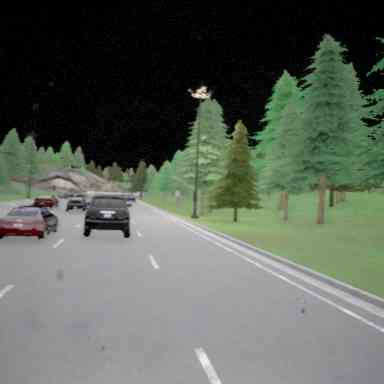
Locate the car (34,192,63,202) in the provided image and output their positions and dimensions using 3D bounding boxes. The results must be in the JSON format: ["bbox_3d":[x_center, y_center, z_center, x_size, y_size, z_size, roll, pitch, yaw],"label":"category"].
[{"bbox_3d":[-15.745,1.010,36.192,1.882,1.535,5.008,3,0,-13],"label":"car"}]

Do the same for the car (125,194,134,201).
[{"bbox_3d":[-15.619,1.390,83.061,1.837,1.490,4.892,3,-1,-13],"label":"car"}]

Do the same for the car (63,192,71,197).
[{"bbox_3d":[-26.894,0.806,69.425,2.033,1.411,5.357,3,-1,-13],"label":"car"}]

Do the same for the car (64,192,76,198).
[{"bbox_3d":[-29.180,0.756,79.619,1.895,1.301,4.718,3,-1,-13],"label":"car"}]

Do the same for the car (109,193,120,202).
[{"bbox_3d":[-16.829,1.167,72.508,2.097,1.767,4.553,3,-1,-13],"label":"car"}]

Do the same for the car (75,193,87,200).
[{"bbox_3d":[-23.664,0.946,71.004,1.837,1.490,4.892,3,-1,-13],"label":"car"}]

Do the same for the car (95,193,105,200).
[{"bbox_3d":[-22.351,1.066,81.122,2.033,1.411,5.357,3,-1,-13],"label":"car"}]

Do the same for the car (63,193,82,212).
[{"bbox_3d":[-11.773,1.227,34.447,1.837,1.490,4.892,3,0,-13],"label":"car"}]

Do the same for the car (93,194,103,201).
[{"bbox_3d":[-20.255,1.153,71.770,1.812,1.442,4.674,3,-1,-13],"label":"car"}]

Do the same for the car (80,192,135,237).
[{"bbox_3d":[-4.442,1.163,17.809,2.150,2.045,5.566,3,0,-13],"label":"car"}]

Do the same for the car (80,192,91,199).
[{"bbox_3d":[-25.849,0.820,80.763,1.882,1.535,5.008,3,-1,-13],"label":"car"}]

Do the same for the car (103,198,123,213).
[{"bbox_3d":[-8.732,1.464,36.844,1.994,1.385,4.181,3,-1,-13],"label":"car"}]

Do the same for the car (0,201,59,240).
[{"bbox_3d":[-7.534,1.324,15.548,1.994,1.385,4.181,3,0,-13],"label":"car"}]
